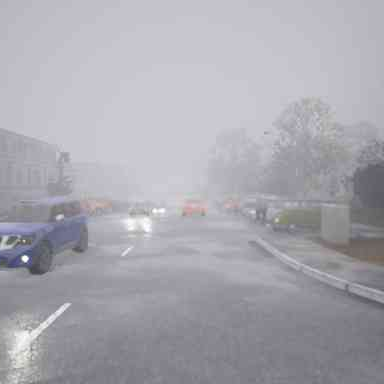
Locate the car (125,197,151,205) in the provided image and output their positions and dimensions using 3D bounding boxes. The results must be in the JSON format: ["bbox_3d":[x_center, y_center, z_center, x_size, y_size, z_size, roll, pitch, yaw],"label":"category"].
[{"bbox_3d":[-11.310,1.859,69.335,4.892,1.521,2.231,-1,-1,-20],"label":"car"}]

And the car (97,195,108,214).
[{"bbox_3d":[-11.342,1.476,34.139,4.553,1.767,2.185,-1,0,-20],"label":"car"}]

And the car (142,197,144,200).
[{"bbox_3d":[-11.336,1.767,57.604,4.892,1.521,2.231,-1,-1,-20],"label":"car"}]

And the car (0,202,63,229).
[{"bbox_3d":[-11.384,1.552,22.397,4.892,1.521,2.231,-1,0,-20],"label":"car"}]

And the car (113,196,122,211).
[{"bbox_3d":[-11.352,1.637,39.997,5.008,1.535,2.097,-1,0,-20],"label":"car"}]

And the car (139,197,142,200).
[{"bbox_3d":[-11.303,1.772,54.678,4.792,1.488,2.163,-1,-1,-20],"label":"car"}]

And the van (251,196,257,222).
[{"bbox_3d":[6.532,1.319,22.299,4.442,1.987,1.878,1,0,-20],"label":"van"}]

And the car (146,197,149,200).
[{"bbox_3d":[-11.486,1.811,63.399,5.366,1.575,1.946,-1,0,-20],"label":"car"}]

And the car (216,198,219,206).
[{"bbox_3d":[6.499,1.718,48.762,4.792,1.488,2.163,1,-1,-20],"label":"car"}]

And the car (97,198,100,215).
[{"bbox_3d":[-11.377,1.628,31.200,4.674,1.452,2.002,-1,-1,-20],"label":"car"}]

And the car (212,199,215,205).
[{"bbox_3d":[6.515,1.787,57.597,4.792,1.488,2.163,1,-1,-20],"label":"car"}]

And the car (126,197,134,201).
[{"bbox_3d":[-11.374,1.572,48.792,4.553,1.767,2.185,-1,-1,-20],"label":"car"}]

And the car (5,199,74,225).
[{"bbox_3d":[-11.421,1.436,25.329,4.553,1.767,2.185,-1,0,-20],"label":"car"}]

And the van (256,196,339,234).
[{"bbox_3d":[6.310,1.306,19.266,4.442,1.987,1.878,1,0,-20],"label":"van"}]

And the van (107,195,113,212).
[{"bbox_3d":[-11.475,1.395,37.021,4.442,1.987,1.878,-1,0,-20],"label":"van"}]

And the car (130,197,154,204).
[{"bbox_3d":[-11.289,1.905,75.198,4.892,1.521,2.231,-1,0,-20],"label":"car"}]

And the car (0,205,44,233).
[{"bbox_3d":[-11.364,1.571,19.470,4.792,1.488,2.163,-1,0,-20],"label":"car"}]

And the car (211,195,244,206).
[{"bbox_3d":[6.472,1.528,60.517,5.566,2.045,2.435,1,0,-20],"label":"car"}]

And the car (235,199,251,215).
[{"bbox_3d":[6.435,1.606,28.140,4.674,1.452,2.002,1,0,-20],"label":"car"}]

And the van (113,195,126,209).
[{"bbox_3d":[-11.249,1.428,42.976,4.442,1.987,1.878,-1,-1,-20],"label":"van"}]

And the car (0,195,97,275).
[{"bbox_3d":[-5.096,1.250,10.904,2.150,2.045,5.566,0,0,0],"label":"car"}]

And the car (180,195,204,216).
[{"bbox_3d":[0.145,1.462,33.862,2.097,1.767,4.553,0,0,0],"label":"car"}]

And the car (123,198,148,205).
[{"bbox_3d":[-11.311,1.875,66.402,4.674,1.452,2.002,-1,-1,-20],"label":"car"}]

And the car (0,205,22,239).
[{"bbox_3d":[-11.577,1.531,16.466,5.366,1.575,1.946,-1,0,-20],"label":"car"}]

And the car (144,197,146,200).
[{"bbox_3d":[-11.322,1.829,60.533,4.674,1.452,2.002,-1,-1,-20],"label":"car"}]

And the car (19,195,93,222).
[{"bbox_3d":[-11.410,1.323,28.252,5.566,2.045,2.435,-1,0,-20],"label":"car"}]

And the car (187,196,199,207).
[{"bbox_3d":[0.171,1.628,57.852,2.097,1.767,4.553,0,0,0],"label":"car"}]

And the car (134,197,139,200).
[{"bbox_3d":[-11.342,1.721,51.731,4.892,1.521,2.231,-1,-1,-20],"label":"car"}]

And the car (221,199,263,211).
[{"bbox_3d":[6.453,1.647,42.864,4.892,1.521,2.231,1,-1,-20],"label":"car"}]

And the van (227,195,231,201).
[{"bbox_3d":[6.561,1.386,37.018,4.442,1.987,1.878,1,-1,-20],"label":"van"}]

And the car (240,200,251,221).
[{"bbox_3d":[6.432,1.593,25.195,4.674,1.452,2.002,1,0,-20],"label":"car"}]

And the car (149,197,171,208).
[{"bbox_3d":[-4.920,1.761,51.564,2.128,1.511,4.902,0,0,0],"label":"car"}]

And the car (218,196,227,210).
[{"bbox_3d":[6.281,1.622,39.854,5.366,1.575,1.946,1,0,-20],"label":"car"}]

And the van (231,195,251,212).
[{"bbox_3d":[6.334,1.352,31.043,4.442,1.987,1.878,1,0,-20],"label":"van"}]

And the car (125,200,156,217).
[{"bbox_3d":[-5.044,1.710,33.213,1.895,1.301,4.718,0,0,0],"label":"car"}]

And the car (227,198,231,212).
[{"bbox_3d":[6.440,1.633,34.034,4.674,1.452,2.002,1,-1,-20],"label":"car"}]
